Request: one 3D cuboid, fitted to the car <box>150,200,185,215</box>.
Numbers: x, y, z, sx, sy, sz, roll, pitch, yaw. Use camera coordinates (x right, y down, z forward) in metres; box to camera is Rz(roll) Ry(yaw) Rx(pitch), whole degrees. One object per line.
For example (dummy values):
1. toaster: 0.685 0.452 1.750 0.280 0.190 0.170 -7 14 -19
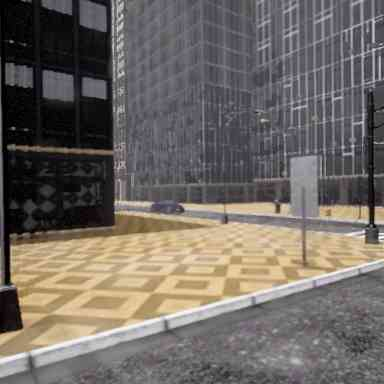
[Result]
1. car: -2.487 1.496 33.242 1.994 1.385 4.181 -1 1 -35
